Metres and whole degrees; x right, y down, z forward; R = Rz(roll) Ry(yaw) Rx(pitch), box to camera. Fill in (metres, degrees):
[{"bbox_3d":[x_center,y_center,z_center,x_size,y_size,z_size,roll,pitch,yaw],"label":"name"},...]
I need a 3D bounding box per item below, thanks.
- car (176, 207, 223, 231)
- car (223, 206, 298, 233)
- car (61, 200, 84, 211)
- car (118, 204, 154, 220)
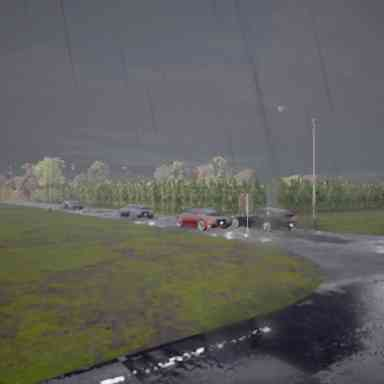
[{"bbox_3d":[0.669,1.740,22.127,1.994,1.385,4.181,0,0,-35],"label":"car"},{"bbox_3d":[4.421,1.666,21.199,1.837,1.490,4.892,-3,1,-33],"label":"car"},{"bbox_3d":[-16.739,1.833,46.428,2.033,1.411,5.357,0,0,-36],"label":"car"},{"bbox_3d":[-5.180,1.776,30.350,1.994,1.385,4.181,0,0,-36],"label":"car"}]
